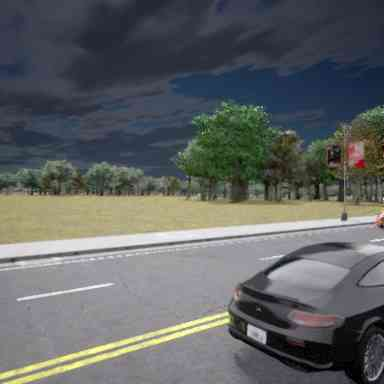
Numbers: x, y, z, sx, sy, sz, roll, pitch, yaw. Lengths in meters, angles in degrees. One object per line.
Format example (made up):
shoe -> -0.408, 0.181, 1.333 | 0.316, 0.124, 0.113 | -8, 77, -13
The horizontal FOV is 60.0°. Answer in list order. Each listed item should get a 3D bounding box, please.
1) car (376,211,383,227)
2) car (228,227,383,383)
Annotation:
car -> 13.940, 1.434, 21.610 | 4.553, 1.767, 2.097 | 0, 0, -35
car -> 2.649, 1.543, 5.328 | 4.674, 1.442, 1.812 | 0, 0, -36
